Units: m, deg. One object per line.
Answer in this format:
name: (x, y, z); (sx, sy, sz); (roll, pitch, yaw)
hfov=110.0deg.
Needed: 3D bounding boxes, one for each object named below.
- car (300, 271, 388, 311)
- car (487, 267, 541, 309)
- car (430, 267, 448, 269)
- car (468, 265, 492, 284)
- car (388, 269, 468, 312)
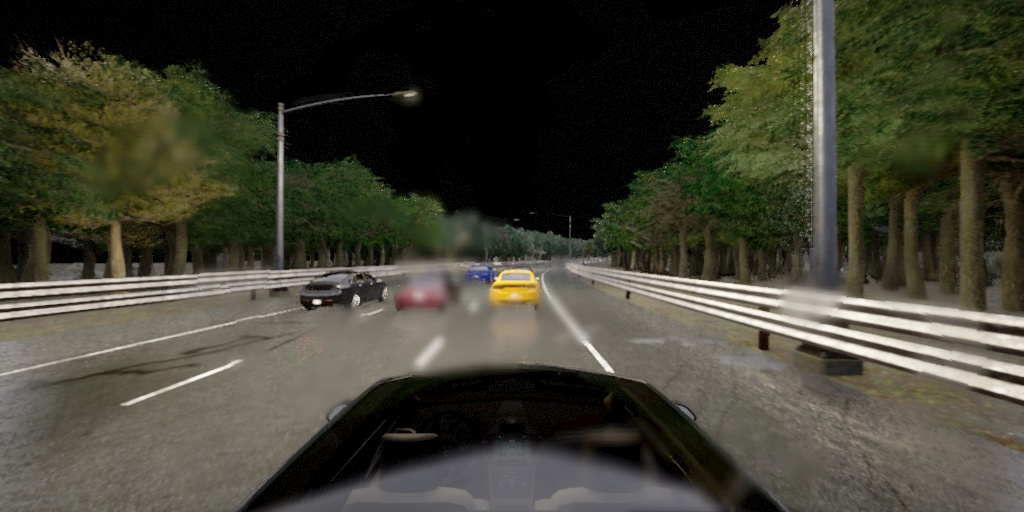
car: (-6.803, 1.380, 15.101); (1.837, 1.490, 4.892); (0, 0, 2)
car: (0.229, 1.357, 15.661); (1.882, 1.535, 5.008); (0, 0, 2)
car: (-6.070, 1.582, 30.046); (1.994, 1.385, 4.181); (0, -1, 4)
car: (-2.520, 1.501, 30.537); (1.882, 1.535, 5.008); (0, 0, 5)
car: (-3.302, 1.437, 15.041); (1.994, 1.385, 4.181); (0, 0, 2)
